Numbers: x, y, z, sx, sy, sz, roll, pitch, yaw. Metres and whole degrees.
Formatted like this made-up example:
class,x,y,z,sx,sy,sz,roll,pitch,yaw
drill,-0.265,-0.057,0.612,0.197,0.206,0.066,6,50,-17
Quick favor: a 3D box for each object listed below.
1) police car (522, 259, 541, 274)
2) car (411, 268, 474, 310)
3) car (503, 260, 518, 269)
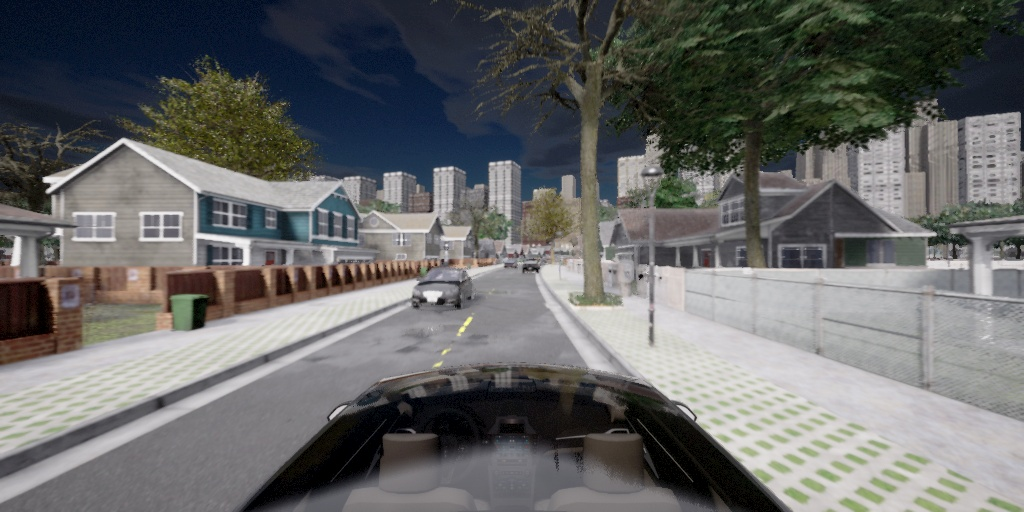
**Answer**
class,x,y,z,sx,sy,sz,roll,pitch,yaw
police car,2.233,1.193,42.651,1.930,1.638,5.238,0,0,4
car,-2.719,1.246,14.896,2.128,1.511,4.902,0,0,1
car,-0.155,1.330,56.503,2.033,1.411,5.357,0,0,6
